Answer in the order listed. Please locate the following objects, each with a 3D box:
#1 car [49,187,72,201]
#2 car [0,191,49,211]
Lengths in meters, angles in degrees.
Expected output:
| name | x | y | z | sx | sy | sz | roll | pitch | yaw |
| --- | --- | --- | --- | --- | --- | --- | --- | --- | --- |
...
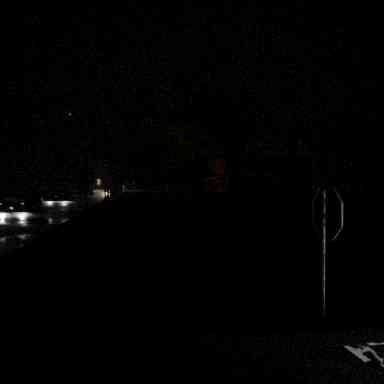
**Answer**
| name | x | y | z | sx | sy | sz | roll | pitch | yaw |
| --- | --- | --- | --- | --- | --- | --- | --- | --- | --- |
| car | -15.096 | 0.180 | 38.293 | 1.837 | 1.490 | 4.892 | 0 | 2 | -9 |
| car | -12.993 | 0.644 | 25.676 | 2.033 | 1.411 | 5.357 | 0 | 2 | -10 |
